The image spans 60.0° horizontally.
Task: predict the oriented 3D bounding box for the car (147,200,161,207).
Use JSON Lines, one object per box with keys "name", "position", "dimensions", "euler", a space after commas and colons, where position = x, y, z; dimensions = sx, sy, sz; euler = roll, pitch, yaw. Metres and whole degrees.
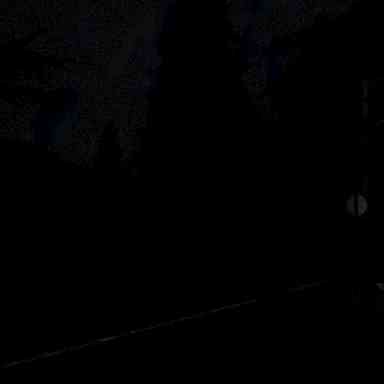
{"name": "car", "position": [-4.719, 1.634, 49.715], "dimensions": [2.033, 1.411, 5.357], "euler": [0, 0, -36]}
